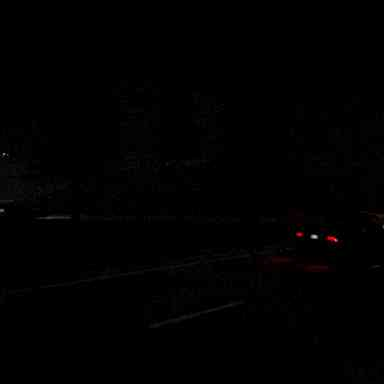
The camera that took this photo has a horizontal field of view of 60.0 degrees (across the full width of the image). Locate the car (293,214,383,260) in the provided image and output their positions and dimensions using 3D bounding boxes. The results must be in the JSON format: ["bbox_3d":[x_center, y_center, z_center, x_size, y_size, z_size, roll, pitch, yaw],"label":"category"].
[{"bbox_3d":[6.061,1.518,12.386,5.357,1.411,2.033,0,0,-36],"label":"car"}]

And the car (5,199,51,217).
[{"bbox_3d":[-15.229,1.462,30.841,5.008,1.535,1.882,0,0,30],"label":"car"}]
